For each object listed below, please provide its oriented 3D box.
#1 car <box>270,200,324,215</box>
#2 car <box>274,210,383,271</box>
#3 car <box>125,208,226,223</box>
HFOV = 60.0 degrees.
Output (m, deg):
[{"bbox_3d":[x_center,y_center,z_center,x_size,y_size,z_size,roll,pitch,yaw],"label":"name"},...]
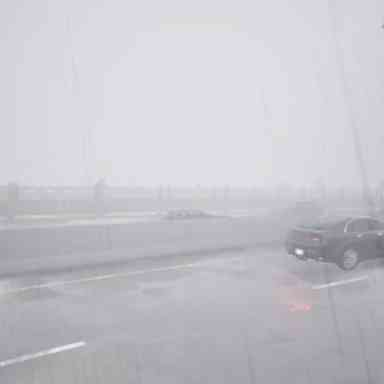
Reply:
[{"bbox_3d":[8.931,1.432,28.282,4.892,1.490,1.837,0,0,-22],"label":"car"},{"bbox_3d":[5.221,1.482,10.782,4.892,1.490,1.837,0,0,-29],"label":"car"},{"bbox_3d":[-0.689,1.488,15.764,5.357,1.411,2.033,0,0,-30],"label":"car"}]
